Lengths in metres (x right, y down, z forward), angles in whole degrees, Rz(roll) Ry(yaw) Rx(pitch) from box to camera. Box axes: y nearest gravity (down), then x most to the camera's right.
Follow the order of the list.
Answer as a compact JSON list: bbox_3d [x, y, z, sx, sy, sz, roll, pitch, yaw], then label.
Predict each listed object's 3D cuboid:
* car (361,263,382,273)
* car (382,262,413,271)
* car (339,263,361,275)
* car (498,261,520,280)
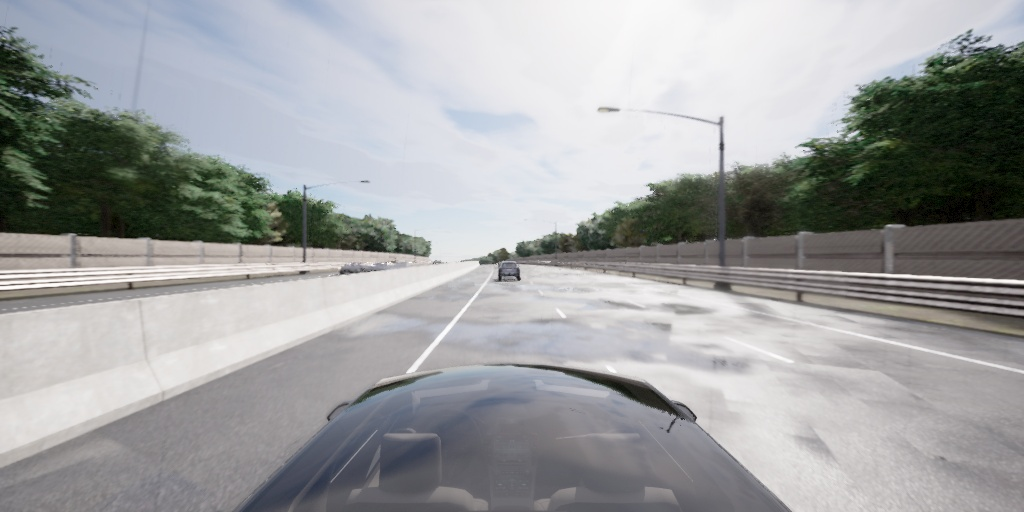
[{"bbox_3d":[-14.674,1.435,39.765,1.994,1.385,4.181,0,0,-1],"label":"car"},{"bbox_3d":[-11.063,1.374,35.844,1.812,1.442,4.674,0,0,-1],"label":"car"},{"bbox_3d":[-18.227,1.449,41.456,1.994,1.385,4.181,0,0,-2],"label":"car"},{"bbox_3d":[-0.286,1.249,32.655,2.033,1.649,4.856,0,0,-2],"label":"car"}]
